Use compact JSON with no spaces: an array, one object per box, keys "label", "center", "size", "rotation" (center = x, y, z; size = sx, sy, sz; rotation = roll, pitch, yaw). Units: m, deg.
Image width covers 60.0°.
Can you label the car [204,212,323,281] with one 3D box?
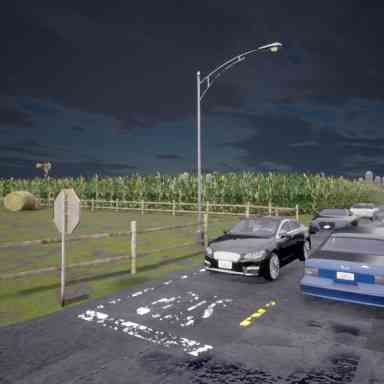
[{"label":"car","center":[2.205,1.515,10.180],"size":[2.128,1.511,4.902],"rotation":[-1,0,35]}]

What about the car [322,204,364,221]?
[{"label":"car","center":[7.955,1.583,18.463],"size":[1.994,1.385,4.181],"rotation":[-1,0,35]}]

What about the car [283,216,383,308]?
[{"label":"car","center":[4.172,1.548,8.011],"size":[2.033,1.411,5.357],"rotation":[-1,0,35]}]

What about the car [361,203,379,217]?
[{"label":"car","center":[13.967,1.612,27.117],"size":[1.895,1.301,4.718],"rotation":[-1,0,35]}]
